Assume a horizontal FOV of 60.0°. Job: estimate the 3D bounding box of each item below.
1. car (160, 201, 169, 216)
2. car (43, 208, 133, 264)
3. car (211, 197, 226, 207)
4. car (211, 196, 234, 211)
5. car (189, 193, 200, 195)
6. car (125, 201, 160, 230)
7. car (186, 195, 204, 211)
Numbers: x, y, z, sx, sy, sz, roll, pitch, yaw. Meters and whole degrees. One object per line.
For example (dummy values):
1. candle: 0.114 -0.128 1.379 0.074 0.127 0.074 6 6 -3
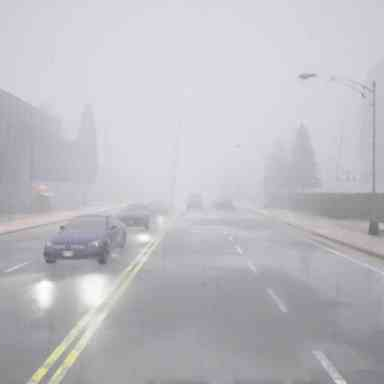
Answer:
1. car: -3.270 1.513 31.143 1.994 1.385 4.181 0 0 1
2. car: -3.537 1.506 11.871 1.812 1.442 4.674 0 0 0
3. car: 3.912 1.482 50.437 1.994 1.385 4.181 0 0 1
4. car: 3.813 1.287 40.158 2.097 1.767 4.553 0 0 1
5. car: 0.406 1.140 50.287 2.150 2.045 5.566 0 0 1
6. car: -3.425 1.443 21.262 1.882 1.535 5.008 0 0 1
7. car: 0.312 1.440 40.035 1.837 1.490 4.892 0 0 1
